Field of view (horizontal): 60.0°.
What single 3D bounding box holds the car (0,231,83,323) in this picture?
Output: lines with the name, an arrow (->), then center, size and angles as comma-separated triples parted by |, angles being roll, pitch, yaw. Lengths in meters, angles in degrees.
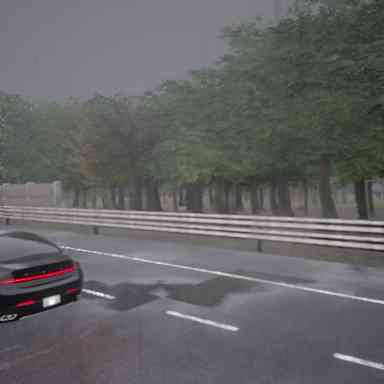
car -> -4.301, 1.579, 6.936 | 4.892, 1.490, 1.837 | -1, 0, 35
